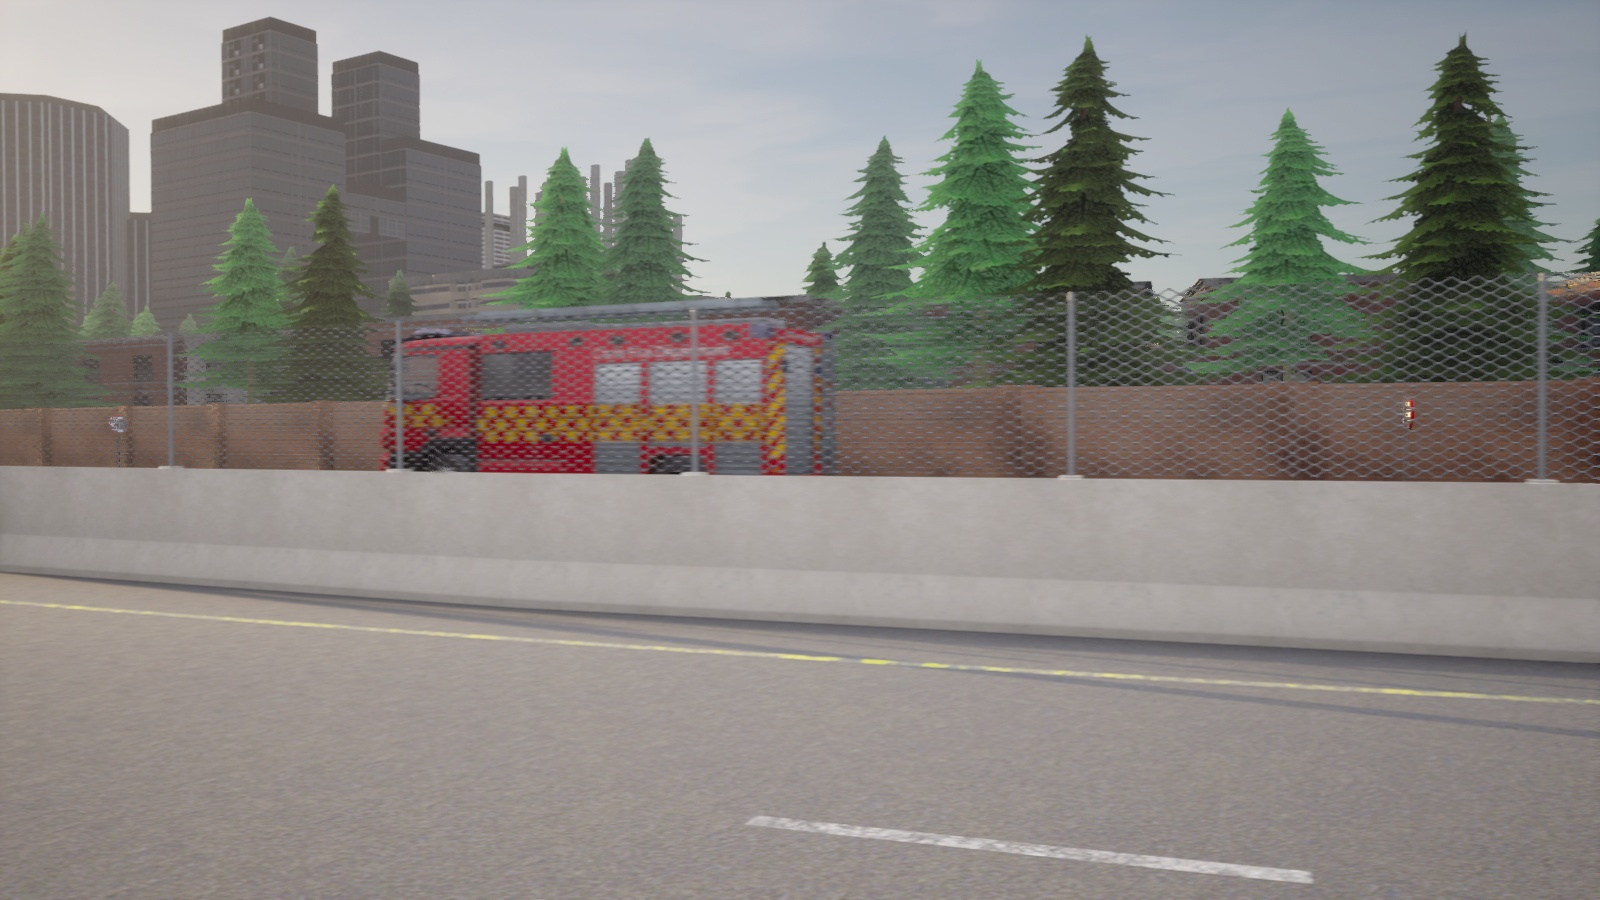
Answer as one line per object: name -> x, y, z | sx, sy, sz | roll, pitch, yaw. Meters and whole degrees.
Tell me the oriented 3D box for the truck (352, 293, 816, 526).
truck -> -4.155, -0.722, 23.697 | 8.468, 3.827, 2.891 | 1, 1, 25
